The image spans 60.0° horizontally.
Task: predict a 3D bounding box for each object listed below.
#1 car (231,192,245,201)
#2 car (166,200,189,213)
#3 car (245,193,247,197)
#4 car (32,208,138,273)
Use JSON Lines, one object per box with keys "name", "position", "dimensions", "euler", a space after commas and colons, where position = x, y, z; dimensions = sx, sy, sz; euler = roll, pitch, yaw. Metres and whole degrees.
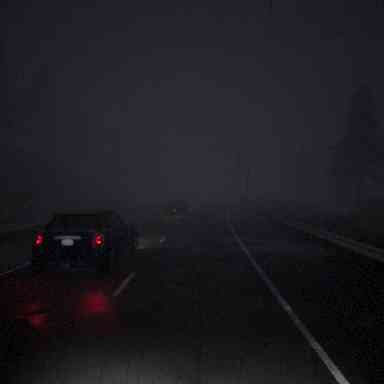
{"name": "car", "position": [10.380, 0.988, 76.617], "dimensions": [2.150, 2.045, 5.566], "euler": [0, 0, 13]}
{"name": "car", "position": [-1.444, 1.489, 34.877], "dimensions": [1.895, 1.301, 4.718], "euler": [0, 0, 6]}
{"name": "car", "position": [13.406, 1.103, 92.942], "dimensions": [2.033, 1.411, 5.357], "euler": [0, 0, 17]}
{"name": "car", "position": [-3.143, 1.315, 10.703], "dimensions": [2.097, 1.767, 4.553], "euler": [0, 0, 2]}
